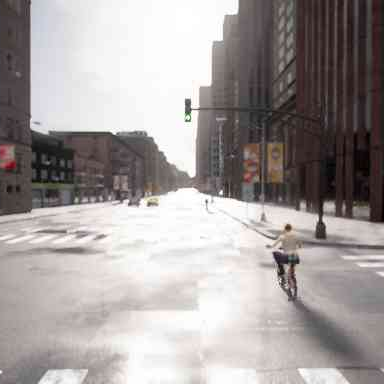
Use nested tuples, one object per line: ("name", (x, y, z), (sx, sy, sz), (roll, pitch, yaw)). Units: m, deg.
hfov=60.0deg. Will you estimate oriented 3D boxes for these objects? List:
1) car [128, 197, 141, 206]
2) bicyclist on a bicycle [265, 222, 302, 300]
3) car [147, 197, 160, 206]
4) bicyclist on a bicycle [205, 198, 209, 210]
("car", (-10.053, 1.713, 58.447), (1.837, 1.490, 4.892), (0, 0, 0))
("bicyclist on a bicycle", (2.125, 1.475, 7.507), (0.866, 1.612, 1.509), (0, 0, 0))
("car", (-6.803, 1.691, 58.464), (1.882, 1.535, 5.008), (0, 0, 0))
("bicyclist on a bicycle", (2.012, 1.638, 45.527), (0.582, 1.620, 1.656), (0, -1, 0))
